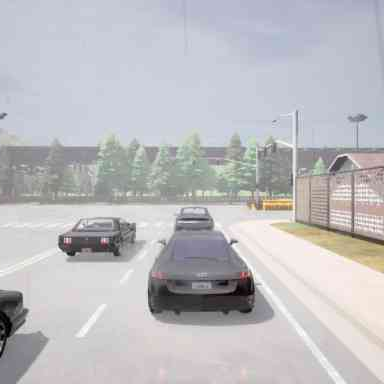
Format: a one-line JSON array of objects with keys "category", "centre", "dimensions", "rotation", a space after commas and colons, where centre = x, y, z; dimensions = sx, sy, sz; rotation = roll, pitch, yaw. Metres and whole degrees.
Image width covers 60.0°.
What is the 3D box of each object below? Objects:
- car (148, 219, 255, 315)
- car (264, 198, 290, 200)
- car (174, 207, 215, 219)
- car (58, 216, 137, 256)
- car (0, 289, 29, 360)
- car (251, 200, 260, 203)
[{"category": "car", "centre": [0.147, 1.564, 7.653], "dimensions": [1.994, 1.385, 4.181], "rotation": [0, 0, -1]}, {"category": "car", "centre": [12.289, 1.601, 45.343], "dimensions": [4.718, 1.301, 1.895], "rotation": [0, 0, -3]}, {"category": "car", "centre": [0.119, 1.491, 16.556], "dimensions": [2.128, 1.511, 4.902], "rotation": [0, 0, 1]}, {"category": "car", "centre": [-3.398, 1.601, 12.973], "dimensions": [1.895, 1.301, 4.718], "rotation": [0, 0, 0]}, {"category": "car", "centre": [-3.399, 1.547, 2.579], "dimensions": [2.033, 1.411, 5.357], "rotation": [0, 0, 0]}, {"category": "car", "centre": [11.752, 1.601, 52.362], "dimensions": [4.718, 1.301, 1.895], "rotation": [0, 0, -2]}]
